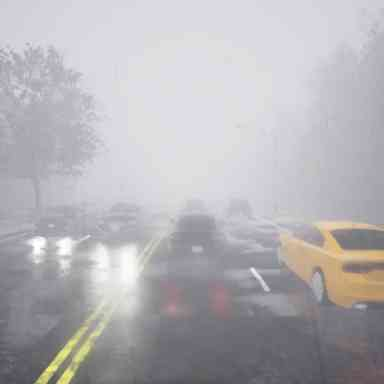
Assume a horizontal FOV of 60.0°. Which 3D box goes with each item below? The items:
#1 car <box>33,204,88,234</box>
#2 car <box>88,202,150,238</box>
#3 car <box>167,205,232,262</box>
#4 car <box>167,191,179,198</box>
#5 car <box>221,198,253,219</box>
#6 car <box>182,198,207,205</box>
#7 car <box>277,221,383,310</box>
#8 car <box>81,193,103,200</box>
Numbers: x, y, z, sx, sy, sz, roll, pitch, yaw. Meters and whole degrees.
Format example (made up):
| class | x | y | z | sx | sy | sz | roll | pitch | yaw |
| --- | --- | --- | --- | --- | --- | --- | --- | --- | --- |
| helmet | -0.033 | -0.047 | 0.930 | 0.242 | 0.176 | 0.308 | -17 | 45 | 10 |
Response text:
| class | x | y | z | sx | sy | sz | roll | pitch | yaw |
| --- | --- | --- | --- | --- | --- | --- | --- | --- | --- |
| car | -6.480 | 1.331 | 17.301 | 1.994 | 1.385 | 4.181 | 0 | 1 | 0 |
| car | -3.237 | 1.284 | 16.524 | 2.128 | 1.511 | 4.902 | 0 | 1 | 0 |
| car | 0.170 | 1.391 | 11.515 | 1.812 | 1.442 | 4.674 | 0 | 1 | 1 |
| car | -3.392 | 0.515 | 59.238 | 1.837 | 1.490 | 4.892 | 0 | 1 | 0 |
| car | 3.453 | 1.220 | 25.748 | 1.837 | 1.490 | 4.892 | 0 | 1 | 0 |
| car | 0.194 | 1.215 | 26.720 | 1.812 | 1.442 | 4.674 | 0 | 1 | 0 |
| car | 3.376 | 1.402 | 7.792 | 1.882 | 1.535 | 5.008 | 0 | 1 | 1 |
| car | -20.167 | 0.946 | 67.172 | 4.313 | 1.339 | 1.947 | 0 | 2 | 0 |
